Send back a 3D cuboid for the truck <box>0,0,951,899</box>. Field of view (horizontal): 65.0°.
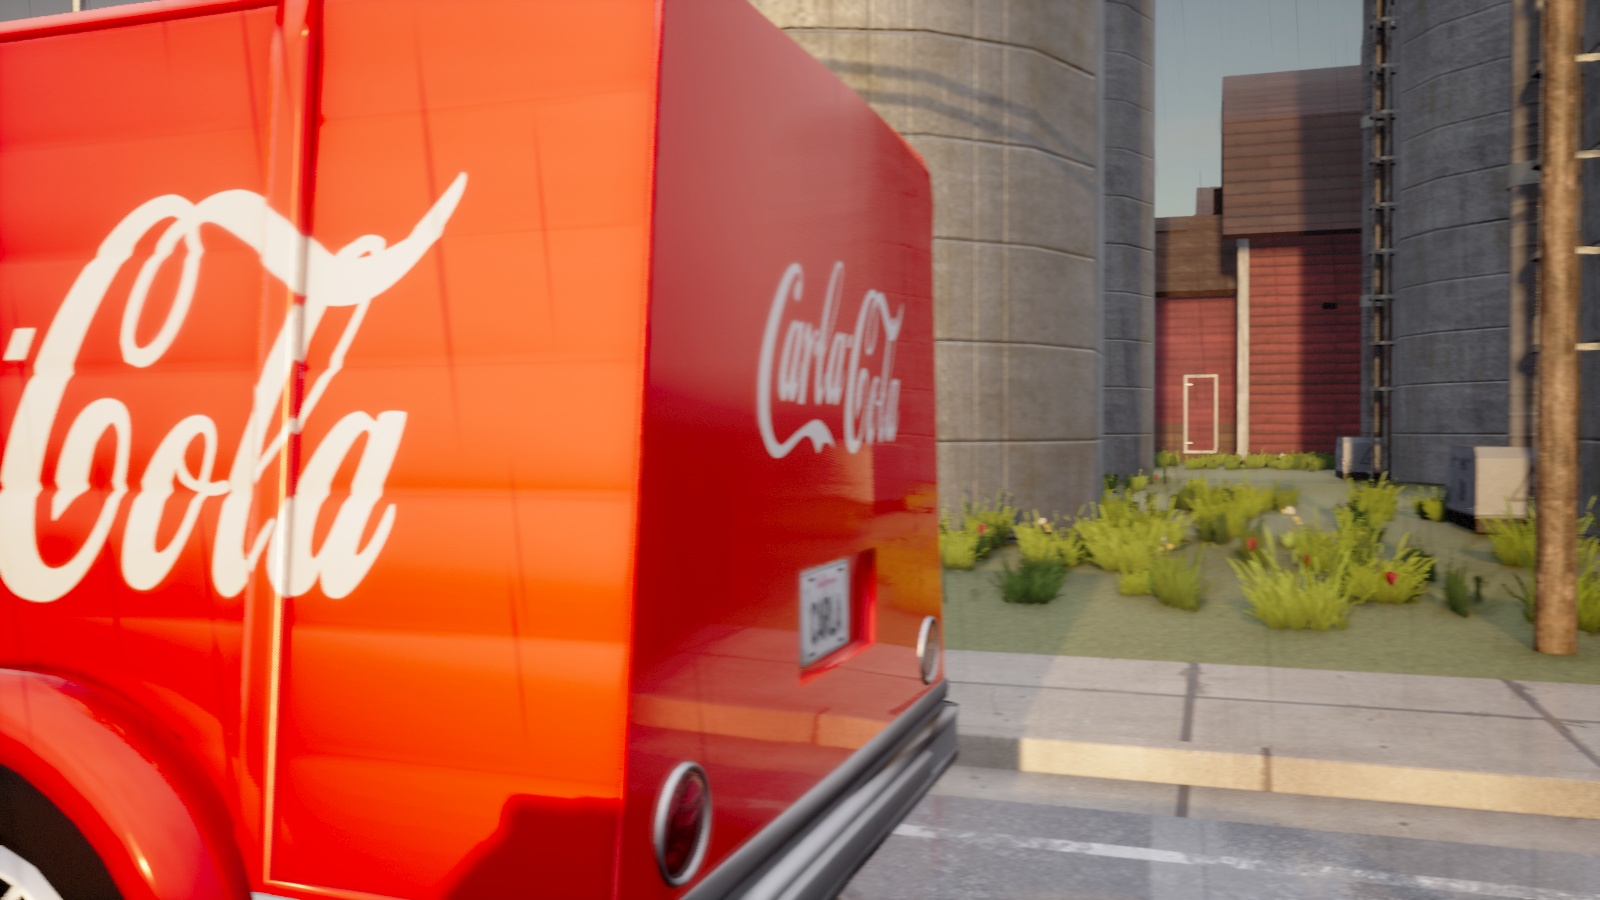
[{"bbox_3d":[-2.382,0.258,3.944,5.204,2.467,2.627,1,1,19],"label":"truck"}]
